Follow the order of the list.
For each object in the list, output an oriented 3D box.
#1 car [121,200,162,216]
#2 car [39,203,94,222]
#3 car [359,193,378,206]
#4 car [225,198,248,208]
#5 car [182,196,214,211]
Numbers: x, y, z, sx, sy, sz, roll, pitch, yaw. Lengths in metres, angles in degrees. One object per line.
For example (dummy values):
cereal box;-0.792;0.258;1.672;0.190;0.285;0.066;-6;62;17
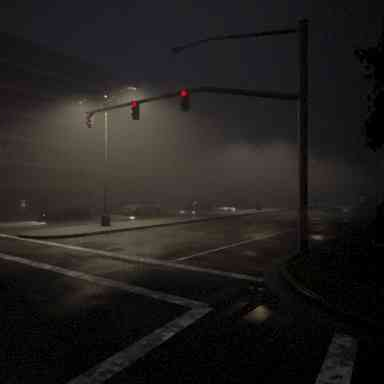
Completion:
car;-4.951;1.524;33.472;1.812;1.442;4.674;0;0;36
car;-9.943;1.564;26.591;1.994;1.385;4.181;0;0;36
car;28.735;1.221;54.037;2.150;2.045;5.566;0;0;36
car;6.619;1.564;49.397;1.994;1.385;4.181;0;0;36
car;0.780;1.352;41.368;2.097;1.767;4.553;0;0;36
